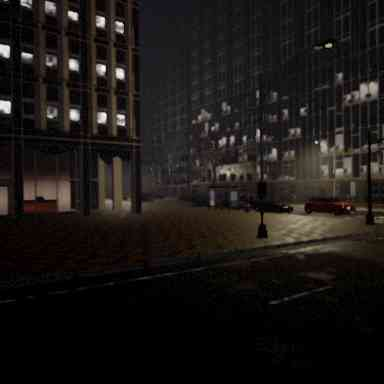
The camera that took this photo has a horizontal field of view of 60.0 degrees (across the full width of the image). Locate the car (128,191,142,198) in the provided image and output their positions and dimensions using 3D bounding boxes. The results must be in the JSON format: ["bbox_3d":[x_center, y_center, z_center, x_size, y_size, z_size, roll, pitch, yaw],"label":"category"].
[{"bbox_3d":[-13.753,0.697,80.293,1.967,1.590,4.097,0,1,-34],"label":"car"}]

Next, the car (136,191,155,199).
[{"bbox_3d":[-10.545,0.626,75.601,2.192,1.841,5.009,0,1,-34],"label":"car"}]

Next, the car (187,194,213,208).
[{"bbox_3d":[1.739,1.328,42.696,1.947,1.339,4.313,0,1,-34],"label":"car"}]

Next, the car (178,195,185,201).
[{"bbox_3d":[-0.921,1.055,61.528,1.802,1.307,4.206,0,1,-34],"label":"car"}]

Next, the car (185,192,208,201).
[{"bbox_3d":[1.430,1.185,47.835,1.837,1.490,4.892,-1,1,-34],"label":"car"}]

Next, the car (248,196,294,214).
[{"bbox_3d":[8.093,1.433,33.268,1.947,1.339,4.313,0,1,-34],"label":"car"}]

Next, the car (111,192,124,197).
[{"bbox_3d":[-20.168,0.699,89.678,2.008,1.369,4.403,0,1,-34],"label":"car"}]

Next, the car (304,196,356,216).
[{"bbox_3d":[12.848,1.217,31.112,2.097,1.767,4.553,-1,1,-34],"label":"car"}]

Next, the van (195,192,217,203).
[{"bbox_3d":[2.286,0.867,56.833,1.690,1.788,3.998,0,1,-34],"label":"van"}]

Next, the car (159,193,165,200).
[{"bbox_3d":[-7.337,0.947,70.912,1.802,1.307,4.206,0,1,-34],"label":"car"}]

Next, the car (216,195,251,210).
[{"bbox_3d":[4.899,1.397,37.972,1.802,1.307,4.206,0,1,-34],"label":"car"}]

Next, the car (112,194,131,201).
[{"bbox_3d":[-14.255,1.048,66.183,2.008,1.369,4.403,0,1,-34],"label":"car"}]

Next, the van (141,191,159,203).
[{"bbox_3d":[-7.839,0.946,56.797,1.690,1.788,3.998,0,1,-34],"label":"van"}]
